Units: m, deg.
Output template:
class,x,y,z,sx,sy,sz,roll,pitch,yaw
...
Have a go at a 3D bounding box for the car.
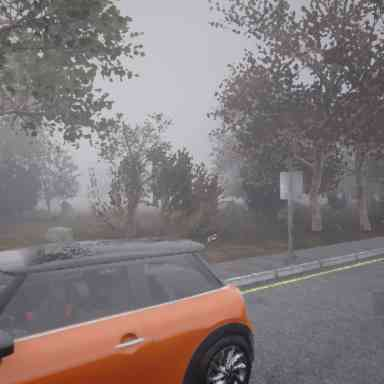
class,x,y,z,sx,sy,sz,roll,pitch,yaw
car,-1.540,1.352,3.335,4.553,1.767,2.097,0,0,-35
